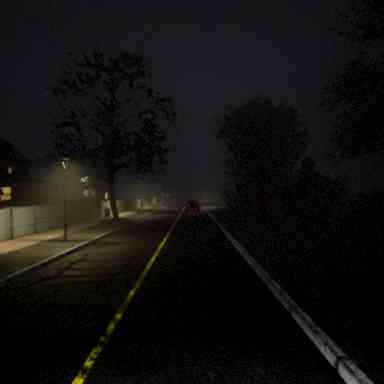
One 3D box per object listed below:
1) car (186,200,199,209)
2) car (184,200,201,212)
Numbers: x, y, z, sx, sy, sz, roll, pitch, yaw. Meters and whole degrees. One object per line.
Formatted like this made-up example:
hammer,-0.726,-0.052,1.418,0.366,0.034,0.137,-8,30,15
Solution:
car,0.074,2.011,54.251,1.994,1.385,4.181,0,0,0
car,0.060,1.865,43.822,1.837,1.490,4.892,0,0,0
